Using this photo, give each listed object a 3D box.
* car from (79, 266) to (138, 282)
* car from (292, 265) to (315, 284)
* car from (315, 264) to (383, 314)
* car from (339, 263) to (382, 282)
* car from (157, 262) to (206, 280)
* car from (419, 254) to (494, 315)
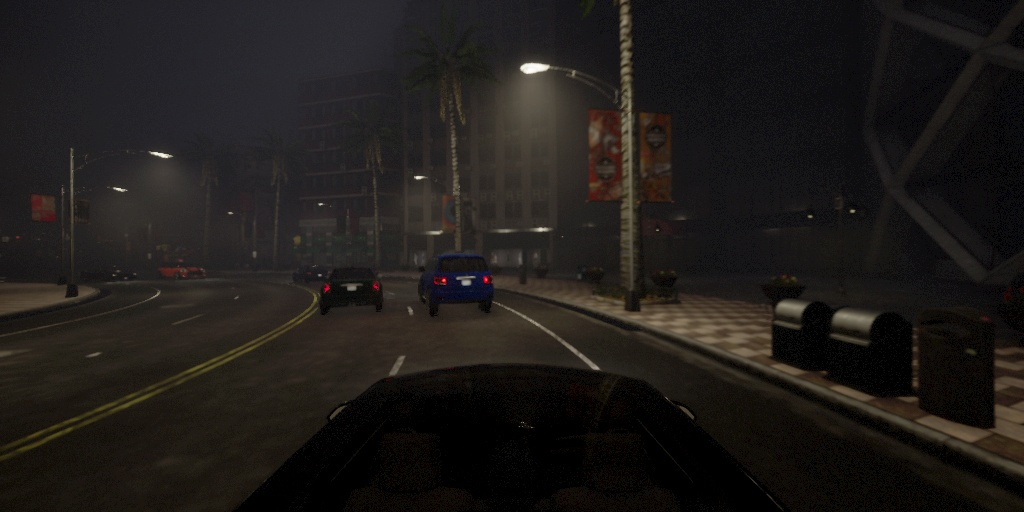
[{"bbox_3d":[-37.357,1.631,33.137,5.357,1.411,2.033,-1,0,18],"label":"car"},{"bbox_3d":[-15.913,1.434,28.449,4.181,1.385,1.994,0,0,45],"label":"car"},{"bbox_3d":[-6.357,1.148,14.524,2.097,1.767,4.553,-1,0,-21],"label":"car"},{"bbox_3d":[-12.911,1.362,30.414,1.812,1.442,4.674,0,0,-44],"label":"car"},{"bbox_3d":[-32.103,1.379,34.866,4.553,1.767,2.097,-1,0,22],"label":"car"},{"bbox_3d":[-2.319,0.972,13.949,2.150,2.045,5.566,0,0,-19],"label":"car"}]
